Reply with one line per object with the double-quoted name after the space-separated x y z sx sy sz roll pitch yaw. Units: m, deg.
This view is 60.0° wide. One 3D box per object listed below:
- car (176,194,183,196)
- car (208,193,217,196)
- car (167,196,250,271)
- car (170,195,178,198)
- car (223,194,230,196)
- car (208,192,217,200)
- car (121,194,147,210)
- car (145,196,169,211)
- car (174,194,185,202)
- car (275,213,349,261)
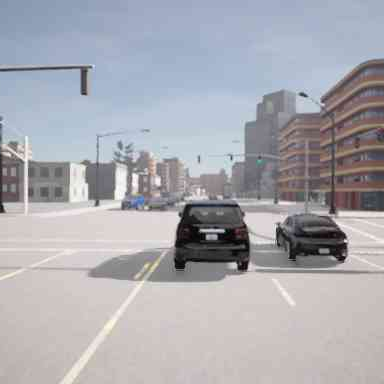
-3.211 1.373 60.263 1.837 1.490 4.892 0 1 3 "car"
4.506 1.249 72.399 2.128 1.511 4.902 0 1 3 "car"
0.655 1.274 11.292 2.150 2.045 5.566 0 0 3 "car"
-3.752 1.585 50.978 1.895 1.301 4.718 0 1 3 "car"
8.548 1.161 82.407 2.033 1.411 5.357 0 0 3 "car"
5.053 0.969 82.584 2.097 1.767 4.553 0 0 3 "car"
-7.656 1.270 43.670 2.150 2.045 5.566 0 0 4 "car"
-4.261 1.571 41.731 1.837 1.490 4.892 0 0 3 "car"
-2.614 1.258 70.409 1.812 1.442 4.674 0 1 3 "car"
4.361 1.572 12.630 1.837 1.490 4.892 0 0 7 "car"
